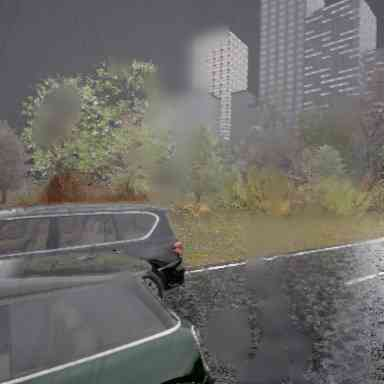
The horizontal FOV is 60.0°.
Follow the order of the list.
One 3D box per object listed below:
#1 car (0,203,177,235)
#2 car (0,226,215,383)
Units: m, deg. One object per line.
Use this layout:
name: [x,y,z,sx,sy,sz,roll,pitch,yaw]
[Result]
car: [-2.727,1.249,5.731,5.566,2.045,2.150,0,0,-35]
car: [-2.065,1.362,2.219,4.553,1.767,2.097,0,0,-35]
